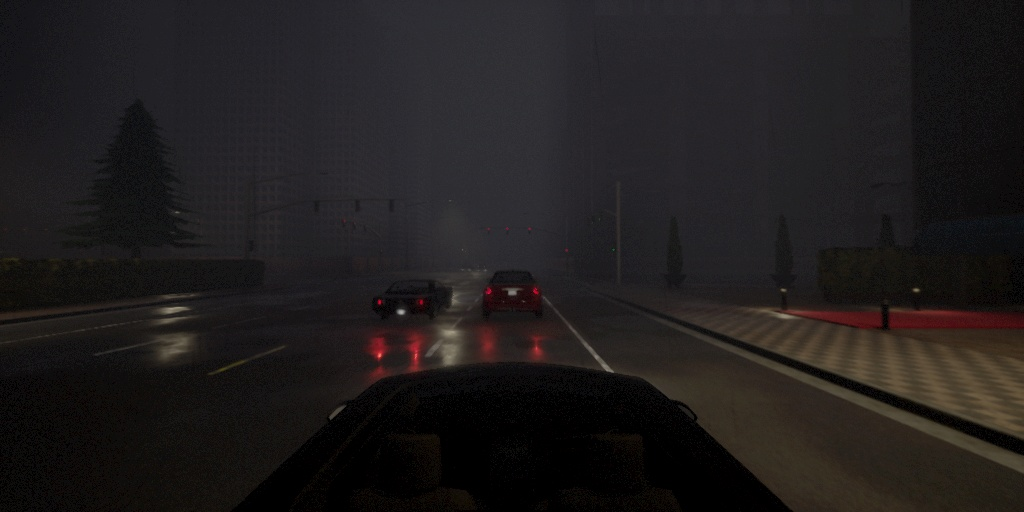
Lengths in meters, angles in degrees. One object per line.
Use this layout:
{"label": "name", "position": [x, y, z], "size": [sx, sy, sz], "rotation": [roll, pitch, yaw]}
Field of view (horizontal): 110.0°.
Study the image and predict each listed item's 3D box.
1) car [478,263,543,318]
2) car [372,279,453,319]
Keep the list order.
{"label": "car", "position": [0.036, 1.272, 14.031], "size": [2.097, 1.767, 4.553], "rotation": [0, -1, 1]}
{"label": "car", "position": [-3.471, 1.514, 13.513], "size": [1.895, 1.301, 4.718], "rotation": [0, -1, 0]}
